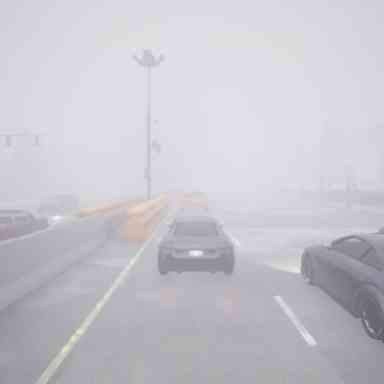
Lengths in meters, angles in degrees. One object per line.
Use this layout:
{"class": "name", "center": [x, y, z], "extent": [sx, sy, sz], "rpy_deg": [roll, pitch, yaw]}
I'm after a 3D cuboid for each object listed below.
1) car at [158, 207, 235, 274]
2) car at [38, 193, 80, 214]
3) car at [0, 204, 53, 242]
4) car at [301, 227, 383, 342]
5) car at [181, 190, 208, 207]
{"class": "car", "center": [0.108, 1.375, 9.963], "extent": [1.994, 1.385, 4.181], "rpy_deg": [0, 2, 0]}
{"class": "car", "center": [-10.420, 0.849, 26.260], "extent": [1.837, 1.490, 4.892], "rpy_deg": [0, 1, 0]}
{"class": "car", "center": [-7.079, 1.350, 12.028], "extent": [1.895, 1.301, 4.718], "rpy_deg": [0, 2, 0]}
{"class": "car", "center": [3.601, 1.478, 6.342], "extent": [1.994, 1.385, 4.181], "rpy_deg": [0, 1, 0]}
{"class": "car", "center": [0.186, 0.650, 27.129], "extent": [2.097, 1.767, 4.553], "rpy_deg": [0, 2, 0]}
